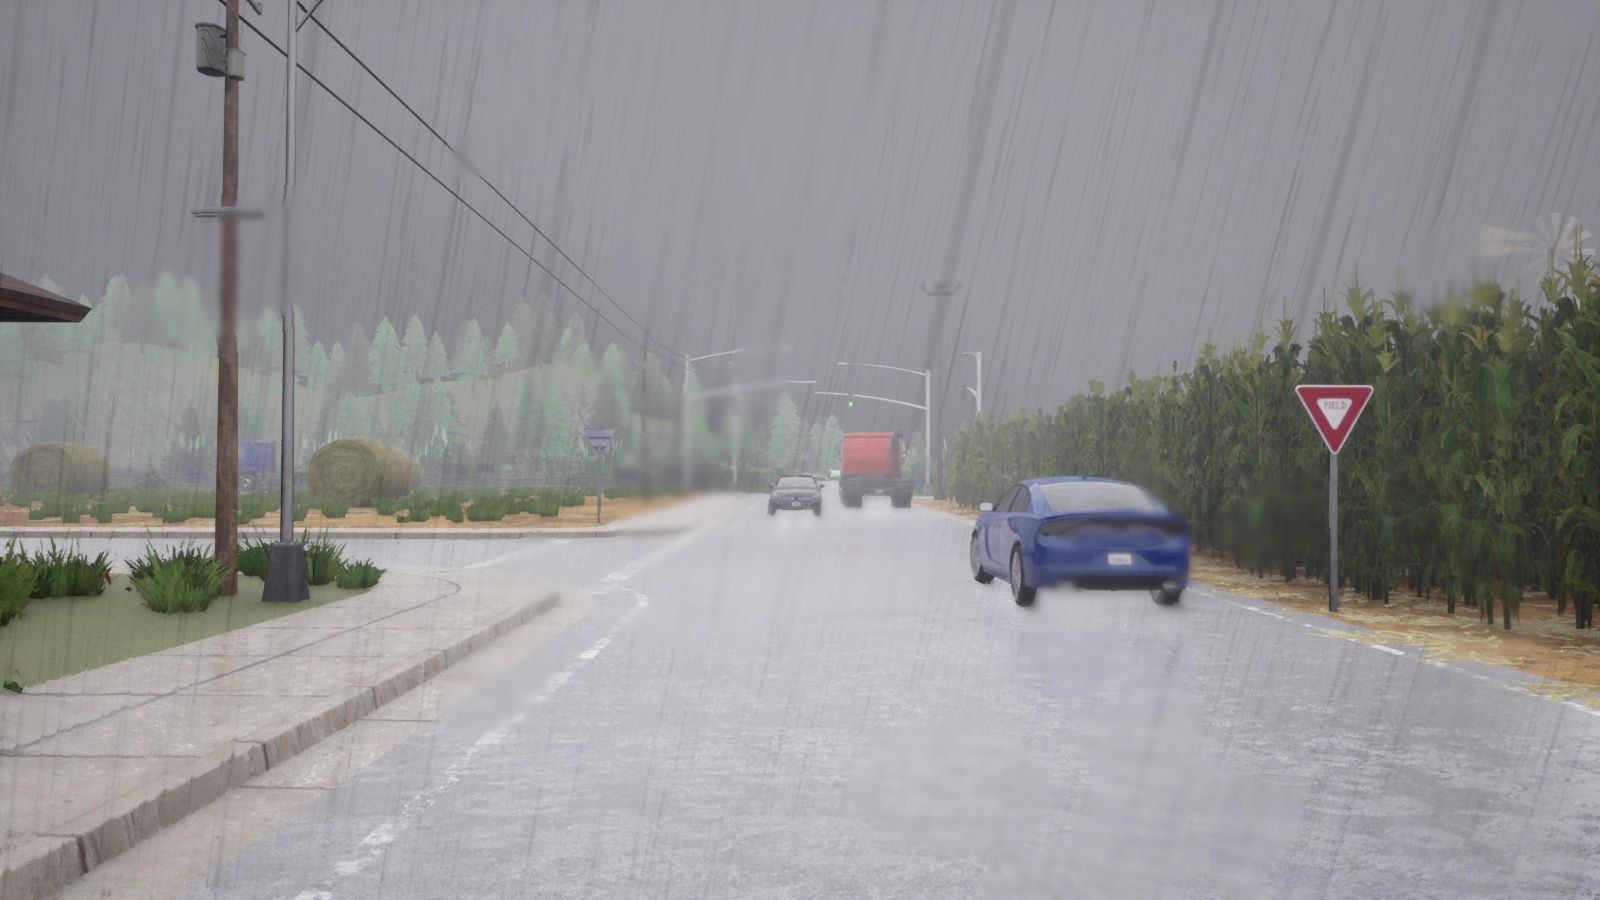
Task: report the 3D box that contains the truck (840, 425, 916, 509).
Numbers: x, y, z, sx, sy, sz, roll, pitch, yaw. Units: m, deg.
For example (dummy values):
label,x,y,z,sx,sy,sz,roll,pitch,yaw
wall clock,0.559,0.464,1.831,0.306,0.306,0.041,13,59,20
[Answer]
label,x,y,z,sx,sy,sz,roll,pitch,yaw
truck,3.357,0.761,56.071,2.891,3.462,7.936,0,-1,0

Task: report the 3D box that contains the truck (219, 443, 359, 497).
label,x,y,z,sx,sy,sz,roll,pitch,yaw
truck,-33.310,1.309,82.042,7.936,3.462,2.891,0,-1,3

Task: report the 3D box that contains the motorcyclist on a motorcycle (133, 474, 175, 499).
label,x,y,z,sx,sy,sz,roll,pitch,yaw
motorcyclist on a motorcycle,-40.592,2.302,78.879,2.191,1.530,0.866,0,-1,3

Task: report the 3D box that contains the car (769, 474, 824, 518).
label,x,y,z,sx,sy,sz,roll,pitch,yaw
car,-0.110,1.580,43.984,1.812,1.442,4.674,0,-1,0

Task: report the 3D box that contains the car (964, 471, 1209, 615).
label,x,y,z,sx,sy,sz,roll,pitch,yaw
car,3.423,1.046,16.071,1.882,1.535,5.008,0,-1,-1
